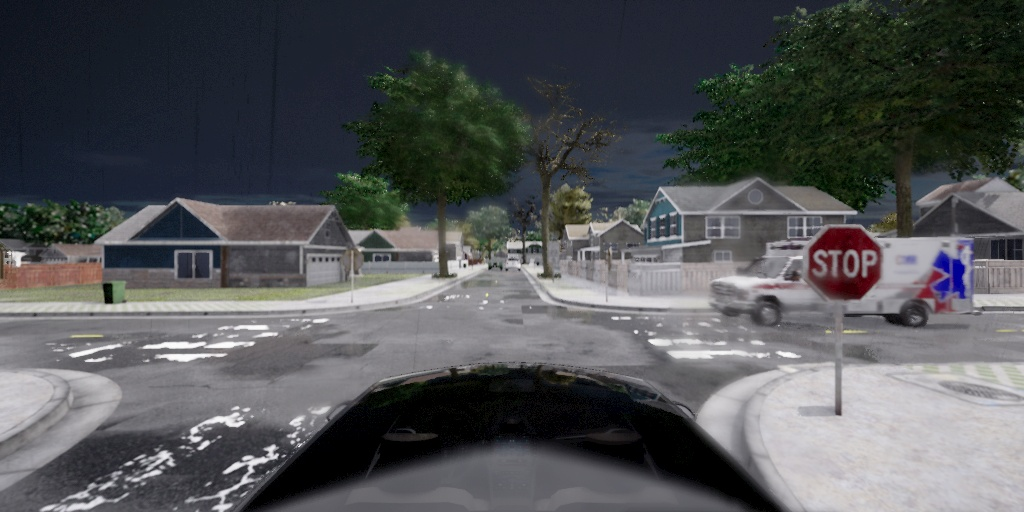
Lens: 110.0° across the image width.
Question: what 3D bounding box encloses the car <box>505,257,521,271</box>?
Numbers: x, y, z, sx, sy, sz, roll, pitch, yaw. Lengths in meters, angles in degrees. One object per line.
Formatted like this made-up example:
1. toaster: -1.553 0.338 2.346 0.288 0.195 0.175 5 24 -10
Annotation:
1. car: 0.159 1.180 53.151 2.150 2.045 5.566 0 0 0

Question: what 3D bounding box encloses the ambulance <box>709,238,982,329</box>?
1. ambulance: 9.408 0.748 10.672 6.366 2.431 2.351 0 0 0

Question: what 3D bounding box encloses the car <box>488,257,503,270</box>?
1. car: -2.578 1.196 57.269 2.150 2.045 5.566 0 0 0
